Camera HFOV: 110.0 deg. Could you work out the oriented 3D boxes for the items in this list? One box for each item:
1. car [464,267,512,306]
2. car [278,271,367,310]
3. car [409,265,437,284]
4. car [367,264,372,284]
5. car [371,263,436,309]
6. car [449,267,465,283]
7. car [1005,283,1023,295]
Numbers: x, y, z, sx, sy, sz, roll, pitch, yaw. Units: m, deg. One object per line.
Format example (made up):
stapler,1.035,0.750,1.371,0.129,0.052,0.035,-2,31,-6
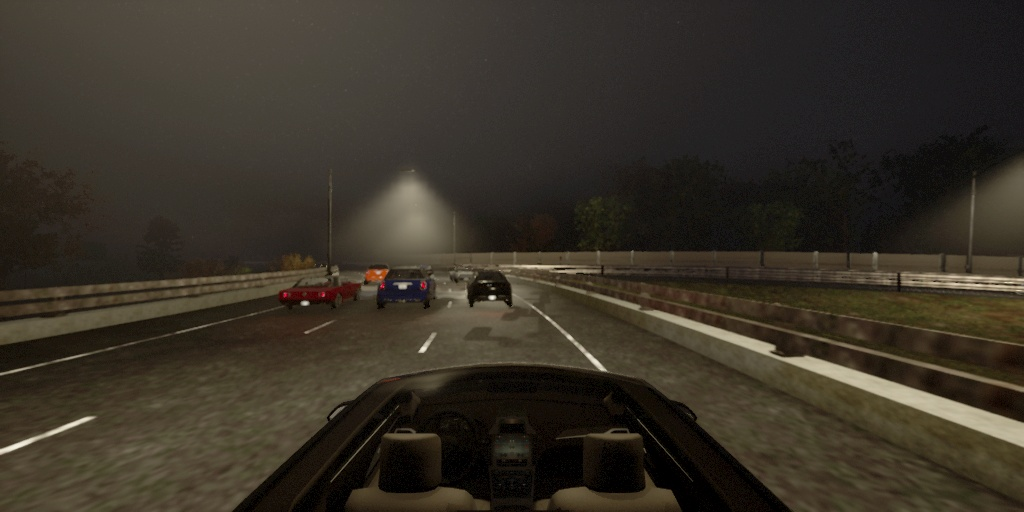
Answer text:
car,-1.143,1.414,16.713,1.837,1.490,4.892,0,0,-8
car,-8.047,1.504,15.602,1.895,1.301,4.718,0,-1,-8
car,-7.937,1.562,31.661,2.128,1.511,4.902,0,0,-17
car,-11.293,1.414,30.663,2.097,1.767,4.553,0,-1,-17
car,-4.607,1.257,16.205,2.097,1.767,4.553,0,-1,-8
car,-4.482,1.674,32.341,1.895,1.301,4.718,0,-1,-17
car,39.023,2.209,25.506,4.902,1.511,2.128,3,1,28
